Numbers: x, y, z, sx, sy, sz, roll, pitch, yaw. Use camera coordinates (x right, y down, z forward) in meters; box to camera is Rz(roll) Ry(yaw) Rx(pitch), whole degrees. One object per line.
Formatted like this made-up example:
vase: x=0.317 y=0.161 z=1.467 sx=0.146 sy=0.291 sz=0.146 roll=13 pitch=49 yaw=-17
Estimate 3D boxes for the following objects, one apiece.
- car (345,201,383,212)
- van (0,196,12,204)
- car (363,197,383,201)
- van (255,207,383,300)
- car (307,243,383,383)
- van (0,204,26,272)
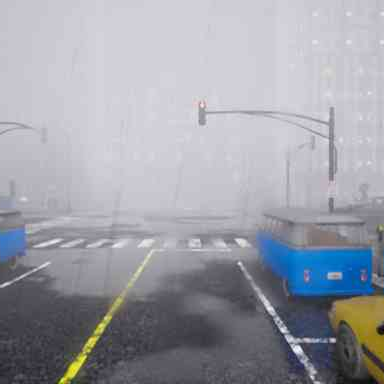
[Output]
car: x=11.538 y=1.564 z=21.654 sx=4.902 sy=1.511 sz=2.128 roll=0 pitch=1 yaw=-1
van: x=-17.150 y=1.184 z=27.610 sx=3.998 sy=1.788 sz=1.690 roll=0 pitch=1 yaw=0
car: x=15.239 y=1.323 z=27.416 sx=5.009 sy=1.841 sz=2.192 roll=0 pitch=1 yaw=0
van: x=2.678 y=1.334 z=8.086 sx=1.690 sy=1.788 sz=3.998 roll=-1 pitch=0 yaw=0
car: x=2.680 y=1.523 z=2.654 sx=1.752 sy=1.417 sz=4.829 roll=-1 pitch=0 yaw=0
van: x=-5.702 y=1.334 z=8.115 sx=1.690 sy=1.788 sz=3.998 roll=-1 pitch=0 yaw=0
